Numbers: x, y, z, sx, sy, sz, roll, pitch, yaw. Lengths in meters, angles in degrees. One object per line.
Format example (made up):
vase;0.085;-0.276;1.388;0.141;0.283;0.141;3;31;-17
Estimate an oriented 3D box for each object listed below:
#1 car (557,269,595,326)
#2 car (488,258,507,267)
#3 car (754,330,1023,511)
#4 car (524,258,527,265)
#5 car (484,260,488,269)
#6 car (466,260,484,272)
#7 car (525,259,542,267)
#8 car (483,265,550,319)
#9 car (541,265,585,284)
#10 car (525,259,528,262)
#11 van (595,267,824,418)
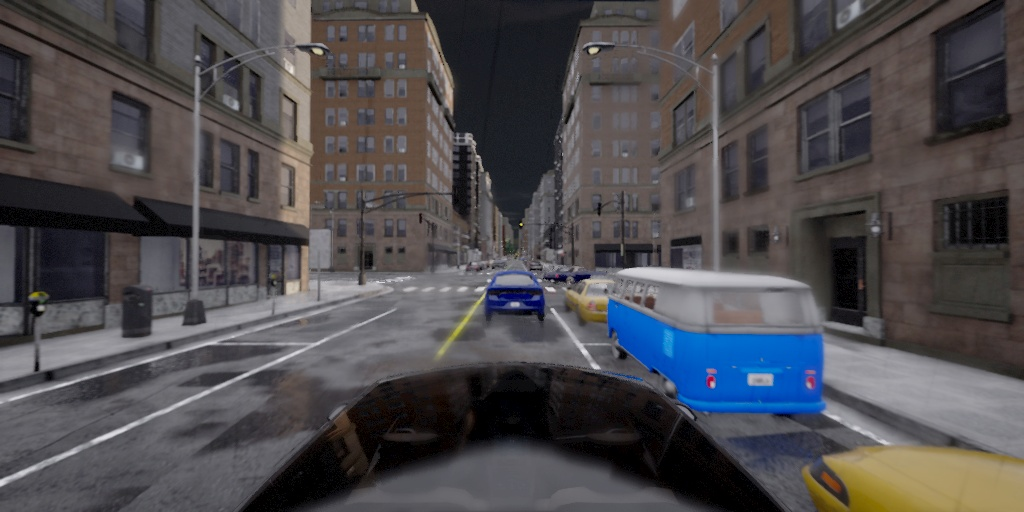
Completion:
car;2.712;1.305;11.559;1.751;1.417;4.829;0;0;0
car;-2.328;1.486;59.582;1.994;1.385;4.181;0;0;2
car;2.657;1.270;0.212;1.751;1.417;4.829;0;0;0
car;3.405;1.474;60.110;2.007;1.370;4.403;0;0;1
car;-5.217;1.474;54.726;1.948;1.339;4.313;0;0;1
car;-5.315;1.474;49.197;1.802;1.307;4.207;0;0;1
car;3.210;1.458;49.051;1.948;1.339;4.313;0;0;1
car;0.086;1.262;12.920;1.882;1.535;5.008;0;0;0
car;4.760;1.424;26.314;4.718;1.301;1.895;0;-1;-31
car;3.308;1.453;54.581;1.888;1.381;4.507;0;0;1
van;2.684;1.103;5.716;1.690;1.789;3.998;0;0;0
